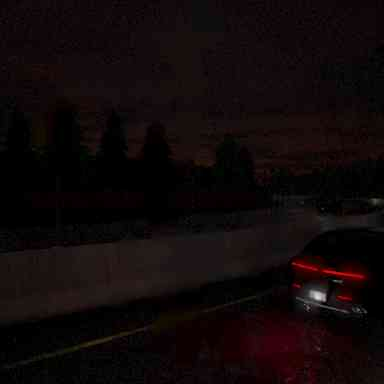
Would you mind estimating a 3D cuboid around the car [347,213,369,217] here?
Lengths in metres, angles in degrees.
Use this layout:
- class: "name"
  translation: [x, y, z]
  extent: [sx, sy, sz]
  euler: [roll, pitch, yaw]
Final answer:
- class: "car"
  translation: [15.145, 1.535, 29.720]
  extent: [1.882, 1.535, 5.008]
  euler: [0, 0, 35]

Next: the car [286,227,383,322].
- class: "car"
  translation: [4.007, 1.519, 7.207]
  extent: [4.892, 1.490, 1.837]
  euler: [0, 0, -40]
